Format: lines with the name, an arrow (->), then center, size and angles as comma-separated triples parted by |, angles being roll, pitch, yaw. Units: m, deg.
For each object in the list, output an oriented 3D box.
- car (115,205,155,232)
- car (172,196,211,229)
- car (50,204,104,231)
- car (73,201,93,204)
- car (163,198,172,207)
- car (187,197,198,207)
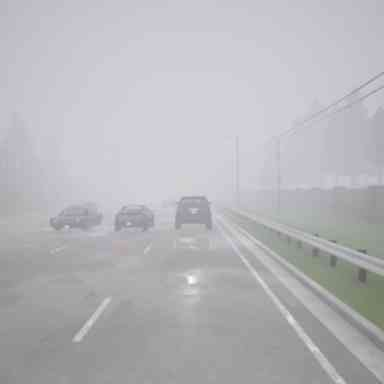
car -> -3.412, 1.515, 20.407 | 2.128, 1.511, 4.902 | 0, 0, 0
car -> 0.092, 1.247, 21.920 | 2.150, 2.045, 5.566 | 0, 0, 0
car -> -6.910, 1.624, 20.535 | 1.895, 1.301, 4.718 | 0, 0, 0
car -> -10.412, 1.561, 31.958 | 1.812, 1.442, 4.674 | 0, 0, 0
car -> -3.424, 1.622, 51.631 | 1.994, 1.385, 4.181 | 0, 0, 0
car -> 0.076, 1.587, 54.516 | 1.812, 1.442, 4.674 | 0, 0, 0
